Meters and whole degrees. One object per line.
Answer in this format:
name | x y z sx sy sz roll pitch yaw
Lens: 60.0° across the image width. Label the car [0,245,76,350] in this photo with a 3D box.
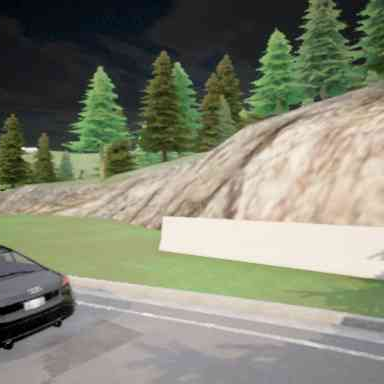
car | -4.066 1.608 5.720 4.181 1.385 1.994 -1 0 27
